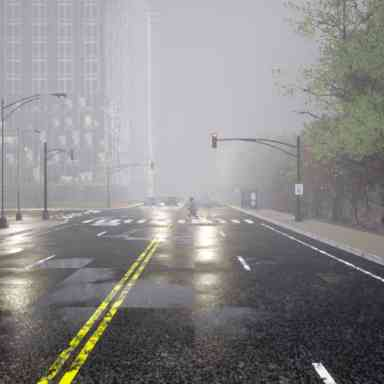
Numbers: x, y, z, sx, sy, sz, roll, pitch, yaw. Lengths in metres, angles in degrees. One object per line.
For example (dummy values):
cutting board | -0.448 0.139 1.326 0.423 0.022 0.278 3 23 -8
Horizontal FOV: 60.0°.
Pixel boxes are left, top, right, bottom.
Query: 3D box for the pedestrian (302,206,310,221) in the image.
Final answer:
pedestrian | 8.046 1.514 23.669 0.500 1.100 0.500 0 0 0

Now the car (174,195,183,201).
car | -3.205 1.518 81.684 1.994 1.385 4.181 0 0 0

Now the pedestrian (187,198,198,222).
pedestrian | 0.039 1.288 24.872 0.375 1.860 0.375 0 0 0

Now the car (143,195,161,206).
car | -6.557 1.507 53.504 1.812 1.442 4.674 0 0 1

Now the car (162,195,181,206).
car | -3.311 1.458 53.796 1.882 1.535 5.008 0 0 0

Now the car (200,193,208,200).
car | 3.301 1.302 92.808 2.097 1.767 4.553 0 0 0

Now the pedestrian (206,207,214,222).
pedestrian | 1.249 1.566 24.273 0.375 1.300 0.375 0 0 0

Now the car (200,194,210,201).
car | 3.296 1.322 82.777 2.097 1.767 4.553 0 0 0

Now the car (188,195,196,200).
car | 0.051 1.487 92.840 2.033 1.411 5.357 0 0 0

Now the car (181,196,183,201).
car | -3.213 1.576 69.382 1.895 1.301 4.718 0 0 0

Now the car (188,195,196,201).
car | 0.046 1.520 82.809 1.994 1.385 4.181 0 0 0

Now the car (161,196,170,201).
car | -6.456 1.557 81.471 1.895 1.301 4.718 0 0 0
